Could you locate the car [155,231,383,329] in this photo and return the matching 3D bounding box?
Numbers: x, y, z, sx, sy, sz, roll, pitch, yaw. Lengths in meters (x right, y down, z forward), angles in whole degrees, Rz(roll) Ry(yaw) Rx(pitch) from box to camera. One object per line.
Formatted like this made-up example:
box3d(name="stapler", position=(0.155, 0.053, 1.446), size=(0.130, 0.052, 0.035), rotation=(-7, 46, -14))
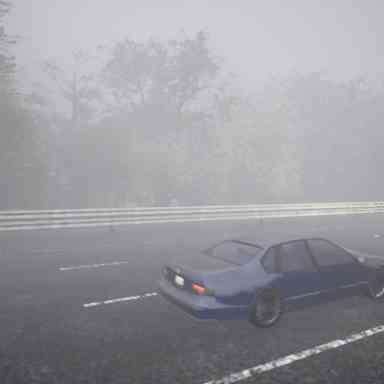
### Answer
box3d(name="car", position=(1.973, 1.536, 6.825), size=(5.357, 1.411, 2.033), rotation=(0, 0, -29))
